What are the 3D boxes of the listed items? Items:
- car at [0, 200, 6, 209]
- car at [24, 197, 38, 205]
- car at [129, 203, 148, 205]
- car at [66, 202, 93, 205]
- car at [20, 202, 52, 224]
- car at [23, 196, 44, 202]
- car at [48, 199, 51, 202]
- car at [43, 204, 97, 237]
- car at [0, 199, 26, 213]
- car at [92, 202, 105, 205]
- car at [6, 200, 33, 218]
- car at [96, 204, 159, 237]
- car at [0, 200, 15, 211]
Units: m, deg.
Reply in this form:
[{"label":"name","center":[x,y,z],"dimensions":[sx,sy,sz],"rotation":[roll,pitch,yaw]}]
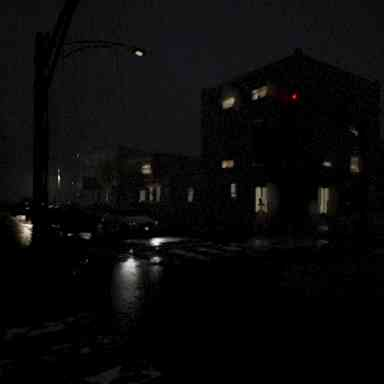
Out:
[{"label":"car","center":[-32.354,1.994,55.473],"dimensions":[1.887,1.381,4.507],"rotation":[0,-1,-35]},{"label":"car","center":[-37.983,2.095,78.166],"dimensions":[2.192,1.841,5.009],"rotation":[0,-1,-35]},{"label":"car","center":[-5.375,1.716,31.748],"dimensions":[1.967,1.590,4.097],"rotation":[0,-1,-35]},{"label":"car","center":[-10.444,1.787,28.679],"dimensions":[1.895,1.301,4.718],"rotation":[1,-1,-35]},{"label":"car","center":[-11.826,1.712,25.895],"dimensions":[1.802,1.307,4.206],"rotation":[1,-1,-35]},{"label":"car","center":[-21.204,1.575,44.196],"dimensions":[2.150,2.045,5.566],"rotation":[1,-1,-34]},{"label":"car","center":[-28.474,2.069,64.560],"dimensions":[1.967,1.590,4.097],"rotation":[0,-1,-35]},{"label":"car","center":[-6.668,1.598,18.519],"dimensions":[1.887,1.381,4.507],"rotation":[1,-1,-35]},{"label":"car","center":[-21.282,1.825,39.473],"dimensions":[2.008,1.369,4.403],"rotation":[1,-1,-35]},{"label":"car","center":[-11.580,1.921,40.609],"dimensions":[2.008,1.369,4.403],"rotation":[0,-1,-35]},{"label":"car","center":[-16.983,1.774,33.273],"dimensions":[1.947,1.339,4.313],"rotation":[1,-1,-35]},{"label":"car","center":[-3.634,1.610,18.937],"dimensions":[1.812,1.442,4.674],"rotation":[1,-1,-35]},{"label":"car","center":[-25.959,1.873,46.234],"dimensions":[1.752,1.417,4.829],"rotation":[1,-1,-35]}]
